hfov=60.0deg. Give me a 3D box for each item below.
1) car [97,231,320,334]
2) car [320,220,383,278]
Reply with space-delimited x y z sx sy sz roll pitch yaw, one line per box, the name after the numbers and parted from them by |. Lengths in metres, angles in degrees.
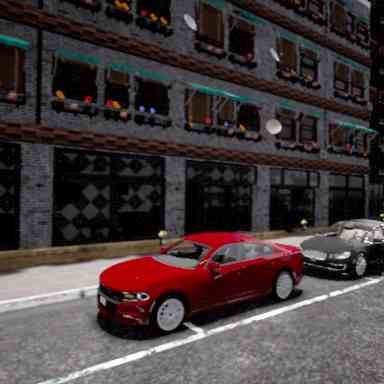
0.374 1.546 6.770 4.507 1.381 1.887 0 1 -35 | car
5.011 1.554 10.077 4.403 1.369 2.008 0 1 -35 | car
